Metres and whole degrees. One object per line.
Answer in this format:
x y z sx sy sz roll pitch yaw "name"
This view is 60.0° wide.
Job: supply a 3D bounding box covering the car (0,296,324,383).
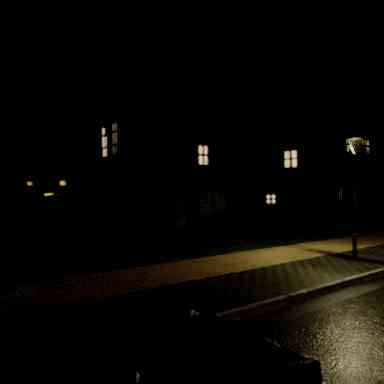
-1.307 1.601 2.138 4.718 1.301 1.895 0 0 -35 "car"
